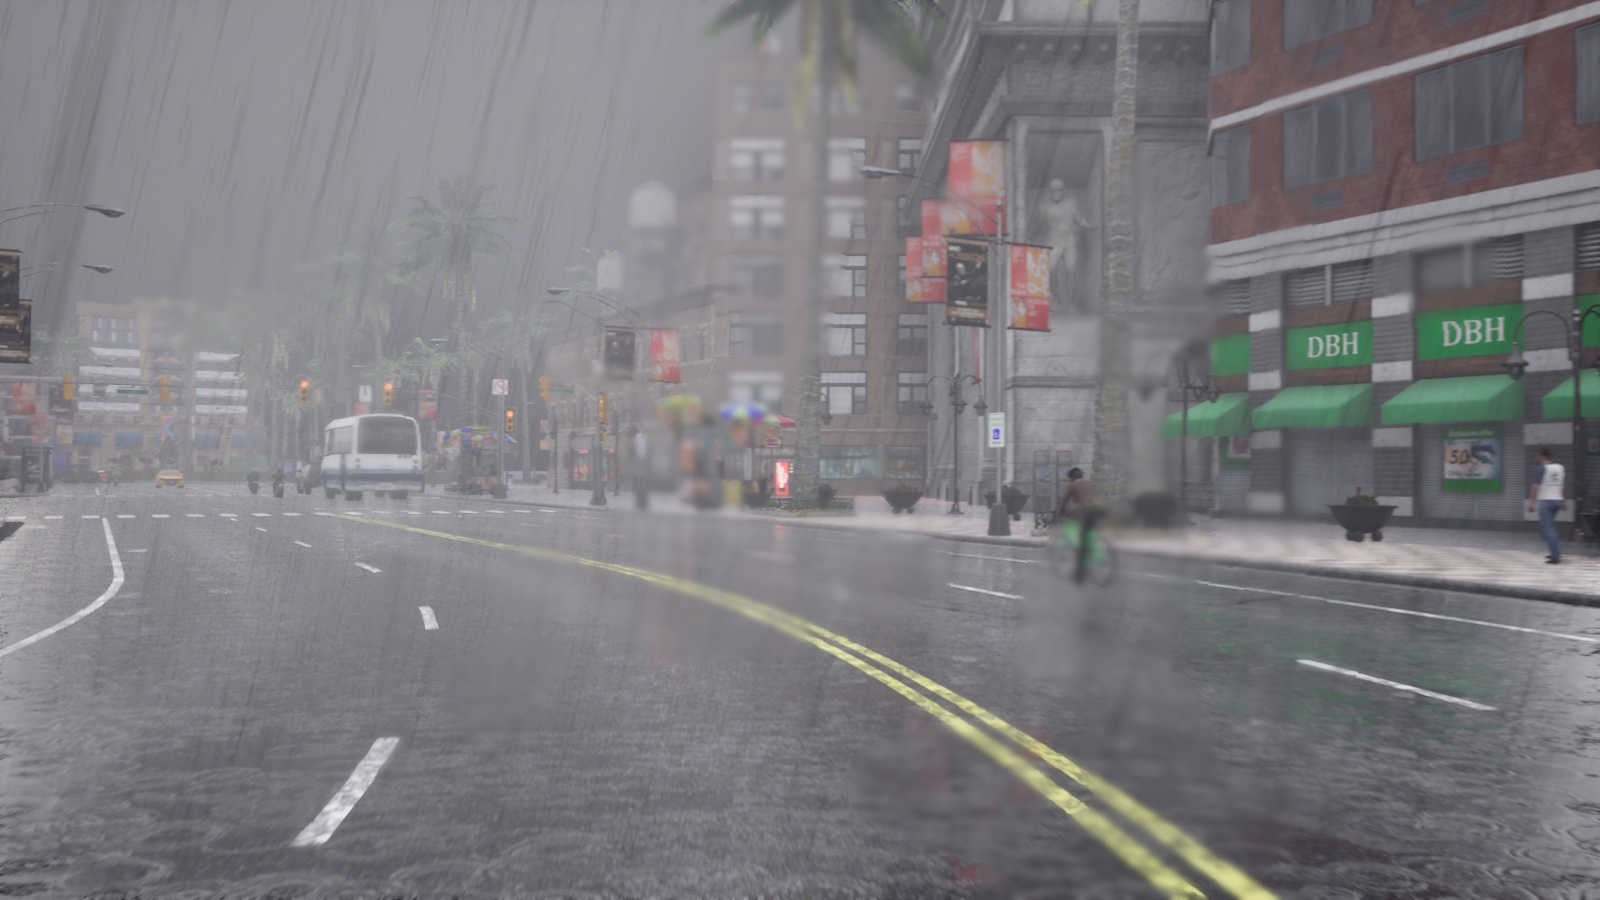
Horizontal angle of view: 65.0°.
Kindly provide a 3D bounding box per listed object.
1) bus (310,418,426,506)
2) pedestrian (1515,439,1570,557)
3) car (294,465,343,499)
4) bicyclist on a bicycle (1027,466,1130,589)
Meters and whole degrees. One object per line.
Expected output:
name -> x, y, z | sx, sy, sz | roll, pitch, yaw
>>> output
bus -> -22.880, 0.656, 66.076 | 3.944, 4.253, 10.273 | 0, -1, -30
pedestrian -> 11.687, 0.746, 19.783 | 0.354, 1.836, 0.706 | 0, -1, -9
car -> -30.588, 2.016, 79.669 | 2.150, 2.045, 5.566 | 0, -1, -30
bicyclist on a bicycle -> 3.829, 1.041, 17.410 | 0.582, 1.620, 1.656 | 0, -1, -20
